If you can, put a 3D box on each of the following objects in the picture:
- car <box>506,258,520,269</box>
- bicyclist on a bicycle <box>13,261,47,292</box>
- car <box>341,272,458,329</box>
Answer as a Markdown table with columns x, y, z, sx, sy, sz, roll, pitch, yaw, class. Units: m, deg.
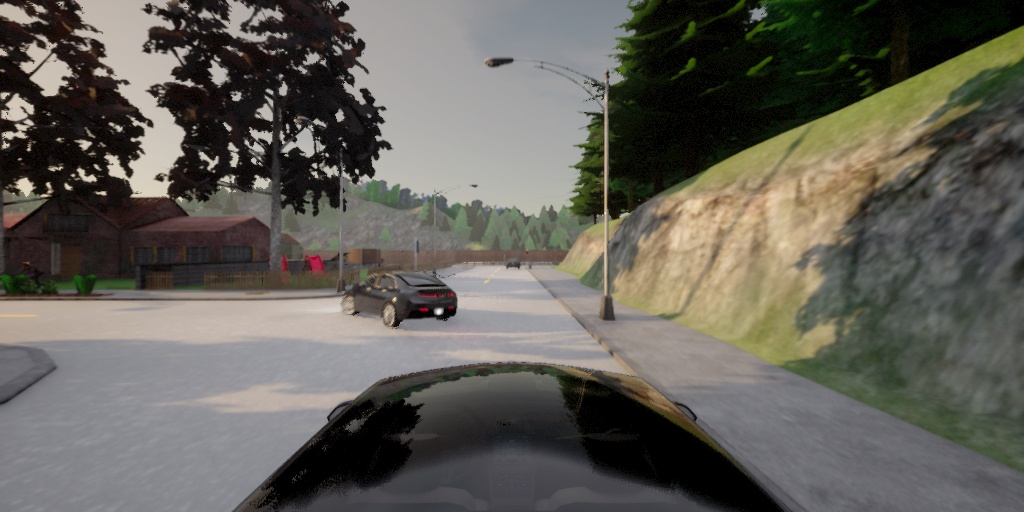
| x | y | z | sx | sy | sz | roll | pitch | yaw | class |
| --- | --- | --- | --- | --- | --- | --- | --- | --- | --- |
| 0.160 | 1.035 | 53.691 | 2.097 | 1.767 | 4.553 | 0 | 0 | 0 | car |
| -24.673 | 1.099 | 18.350 | 0.582 | 1.620 | 1.656 | 0 | 0 | 0 | bicyclist on a bicycle |
| -3.699 | 1.247 | 11.420 | 4.892 | 1.490 | 1.837 | 0 | -2 | 45 | car |
